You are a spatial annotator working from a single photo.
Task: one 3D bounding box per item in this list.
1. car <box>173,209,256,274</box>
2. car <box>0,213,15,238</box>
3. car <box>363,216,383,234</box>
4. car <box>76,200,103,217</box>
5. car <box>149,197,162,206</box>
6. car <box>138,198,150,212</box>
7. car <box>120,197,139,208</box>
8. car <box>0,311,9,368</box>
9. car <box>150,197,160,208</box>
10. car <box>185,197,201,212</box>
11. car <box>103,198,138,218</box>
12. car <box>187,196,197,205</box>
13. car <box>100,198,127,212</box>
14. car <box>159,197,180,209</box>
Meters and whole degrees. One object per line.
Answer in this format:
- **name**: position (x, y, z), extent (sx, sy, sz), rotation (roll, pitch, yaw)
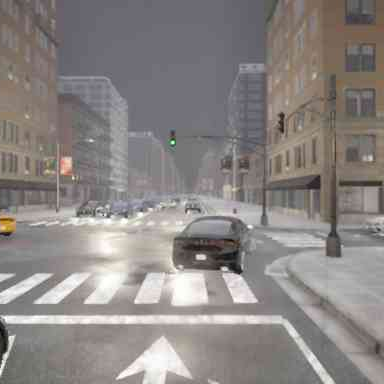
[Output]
- **car**: position (0.896, 1.509, 10.873), extent (1.882, 1.535, 5.008), rotation (-1, 0, 15)
- **car**: position (-11.139, 1.529, 16.620), extent (5.008, 1.535, 1.882), rotation (0, -2, 24)
- **car**: position (11.722, 1.614, 17.856), extent (4.674, 1.442, 1.812), rotation (0, 0, 0)
- **car**: position (-9.842, 1.595, 32.657), extent (1.837, 1.490, 4.892), rotation (0, 0, 0)
- **car**: position (-6.495, 1.664, 60.414), extent (1.837, 1.490, 4.892), rotation (0, 0, 0)
- **car**: position (-6.572, 1.635, 40.091), extent (1.812, 1.442, 4.674), rotation (0, 0, 0)
- **car**: position (-9.746, 1.631, 52.074), extent (2.128, 1.511, 4.902), rotation (0, 0, 0)
- **car**: position (-3.178, 1.533, 2.242), extent (1.812, 1.442, 4.674), rotation (0, 0, -1)
- **car**: position (-6.496, 1.682, 50.241), extent (2.033, 1.411, 5.357), rotation (0, 0, 0)
- **car**: position (0.103, 1.655, 39.671), extent (2.033, 1.411, 5.357), rotation (0, 0, 0)
- **car**: position (-6.583, 1.612, 30.989), extent (1.812, 1.442, 4.674), rotation (0, 0, 0)
- **car**: position (0.051, 1.650, 65.866), extent (1.882, 1.535, 5.008), rotation (0, 0, 0)
- **car**: position (-9.803, 1.605, 41.841), extent (2.128, 1.511, 4.902), rotation (0, 0, 1)
- **car**: position (-3.146, 1.726, 46.671), extent (1.895, 1.301, 4.718), rotation (0, 0, 0)
